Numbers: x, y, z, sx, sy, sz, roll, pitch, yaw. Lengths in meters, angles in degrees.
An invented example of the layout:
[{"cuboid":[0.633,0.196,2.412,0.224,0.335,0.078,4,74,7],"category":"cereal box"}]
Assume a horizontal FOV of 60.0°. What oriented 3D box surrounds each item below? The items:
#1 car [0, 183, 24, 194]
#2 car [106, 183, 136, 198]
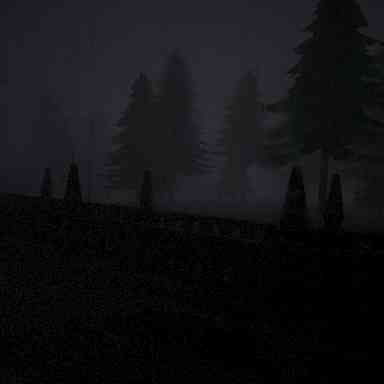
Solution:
[{"cuboid":[-20.907,-0.217,36.183,2.128,1.511,4.902,4,2,37],"category":"car"},{"cuboid":[-9.122,-0.265,45.770,2.150,2.045,5.566,4,2,37],"category":"car"}]
